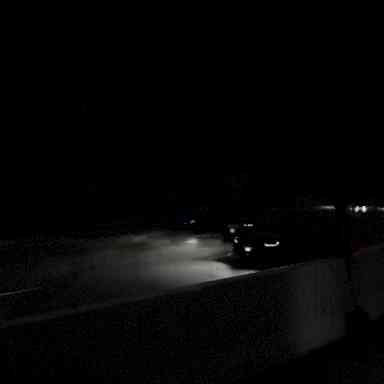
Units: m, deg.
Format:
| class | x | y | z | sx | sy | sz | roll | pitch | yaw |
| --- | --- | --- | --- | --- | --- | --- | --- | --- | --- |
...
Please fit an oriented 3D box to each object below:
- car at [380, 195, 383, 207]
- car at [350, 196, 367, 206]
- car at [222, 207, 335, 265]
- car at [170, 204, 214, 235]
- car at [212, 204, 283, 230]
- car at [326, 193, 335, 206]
| class | x | y | z | sx | sy | sz | roll | pitch | yaw |
| --- | --- | --- | --- | --- | --- | --- | --- | --- | --- |
| car | 27.265 | 1.189 | 45.731 | 2.097 | 1.767 | 4.553 | -1 | 0 | 22 |
| car | 25.783 | 1.363 | 51.659 | 2.128 | 1.511 | 4.902 | 0 | 0 | 19 |
| car | 3.457 | 1.460 | 11.633 | 4.892 | 1.490 | 1.837 | 0 | 0 | -43 |
| car | 0.966 | 1.440 | 18.854 | 5.008 | 1.535 | 1.882 | 0 | 0 | -44 |
| car | 3.535 | 1.440 | 16.496 | 4.902 | 1.511 | 2.128 | 0 | 0 | -44 |
| car | 22.603 | 1.122 | 53.104 | 2.150 | 2.045 | 5.566 | 0 | 0 | 19 |
